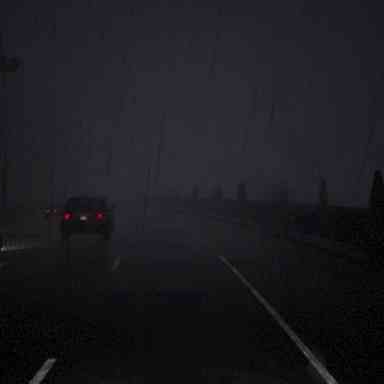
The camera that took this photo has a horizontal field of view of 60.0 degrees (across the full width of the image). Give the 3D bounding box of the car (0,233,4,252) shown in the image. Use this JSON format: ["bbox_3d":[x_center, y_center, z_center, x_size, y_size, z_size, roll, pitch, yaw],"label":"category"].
[{"bbox_3d":[-7.800,1.585,10.630,1.994,1.385,4.181,0,0,-7],"label":"car"}]

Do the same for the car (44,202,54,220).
[{"bbox_3d":[-11.937,1.618,29.544,2.033,1.411,5.357,0,0,-18],"label":"car"}]

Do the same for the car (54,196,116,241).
[{"bbox_3d":[-5.177,1.244,16.992,2.150,2.045,5.566,0,-1,-10],"label":"car"}]

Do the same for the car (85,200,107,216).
[{"bbox_3d":[-9.999,1.581,34.407,1.837,1.490,4.892,0,0,-20],"label":"car"}]
